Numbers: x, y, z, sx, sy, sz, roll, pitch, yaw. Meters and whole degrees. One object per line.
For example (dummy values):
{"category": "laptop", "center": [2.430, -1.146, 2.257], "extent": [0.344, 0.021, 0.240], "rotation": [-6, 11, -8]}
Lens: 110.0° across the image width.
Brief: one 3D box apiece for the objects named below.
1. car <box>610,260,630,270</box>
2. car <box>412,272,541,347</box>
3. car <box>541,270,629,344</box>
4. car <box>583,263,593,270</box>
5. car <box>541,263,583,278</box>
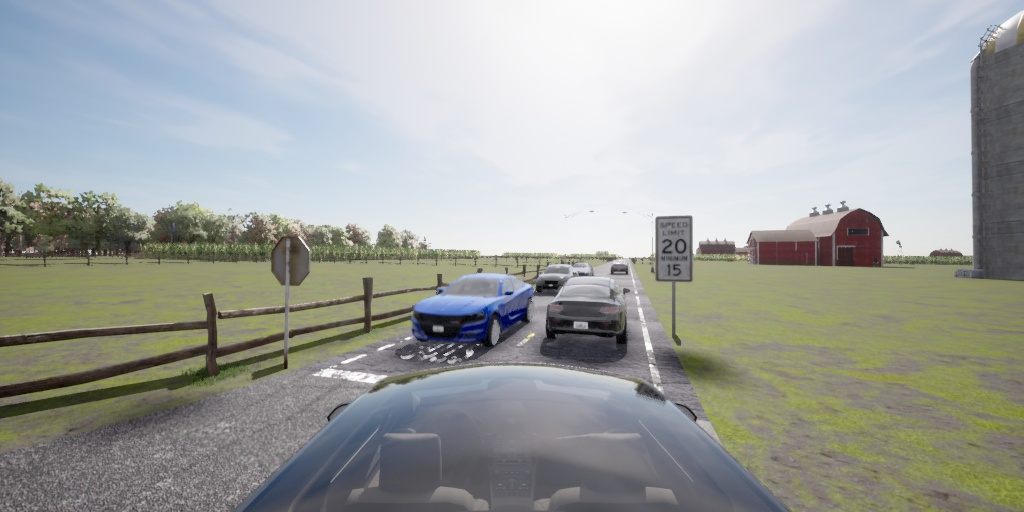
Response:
{"category": "car", "center": [12.333, 1.266, 41.052], "extent": [2.128, 1.511, 4.902], "rotation": [0, 0, 18]}
{"category": "car", "center": [-0.771, 1.232, 9.731], "extent": [1.882, 1.535, 5.008], "rotation": [0, 0, 17]}
{"category": "car", "center": [2.139, 1.280, 9.665], "extent": [1.812, 1.442, 4.674], "rotation": [0, 0, 18]}
{"category": "car", "center": [6.025, 1.316, 30.968], "extent": [2.033, 1.411, 5.357], "rotation": [0, 0, 18]}
{"category": "car", "center": [2.742, 1.267, 20.808], "extent": [1.837, 1.490, 4.892], "rotation": [0, 0, 18]}
